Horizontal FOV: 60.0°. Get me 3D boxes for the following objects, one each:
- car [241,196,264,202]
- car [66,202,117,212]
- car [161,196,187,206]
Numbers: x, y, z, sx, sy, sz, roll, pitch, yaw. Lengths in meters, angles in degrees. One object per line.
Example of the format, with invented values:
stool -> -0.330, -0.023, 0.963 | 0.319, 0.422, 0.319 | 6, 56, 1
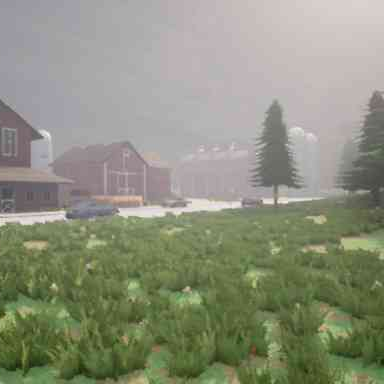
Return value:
car -> 9.073, 1.356, 49.493 | 2.128, 1.511, 4.902 | 0, 0, 36
car -> -7.693, 1.428, 25.949 | 1.994, 1.385, 4.181 | 0, 0, 35
car -> -2.377, 1.321, 44.726 | 1.816, 1.474, 4.193 | 7, 4, 33
